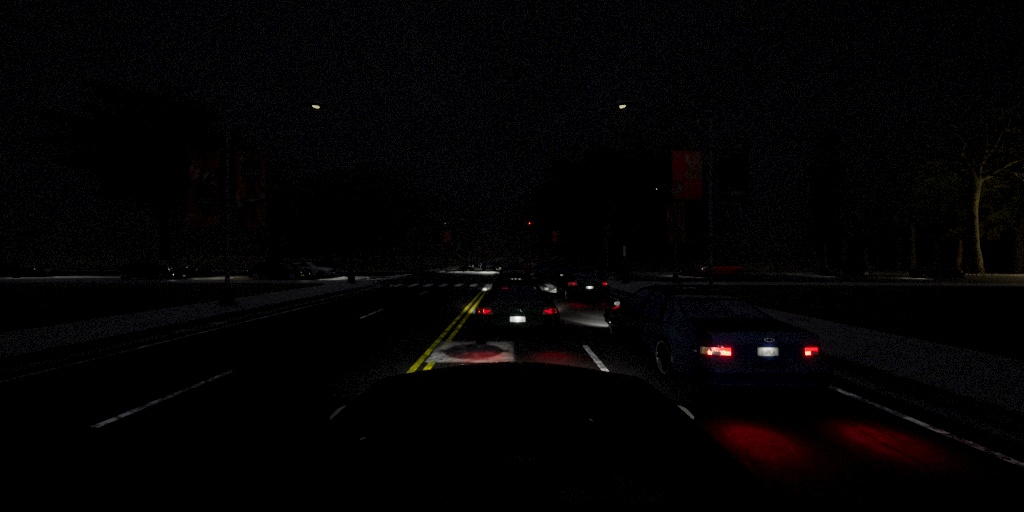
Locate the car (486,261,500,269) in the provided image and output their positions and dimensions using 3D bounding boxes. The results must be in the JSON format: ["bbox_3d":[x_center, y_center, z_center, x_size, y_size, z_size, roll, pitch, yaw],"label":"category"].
[{"bbox_3d":[-3.289,1.525,62.764,2.033,1.411,5.357,0,0,1],"label":"car"}]

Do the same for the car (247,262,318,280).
[{"bbox_3d":[-19.446,1.259,30.139,4.892,1.490,1.837,0,0,-1],"label":"car"}]

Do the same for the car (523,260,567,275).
[{"bbox_3d":[4.180,1.389,35.636,5.357,1.411,2.033,0,0,-21],"label":"car"}]

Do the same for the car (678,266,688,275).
[{"bbox_3d":[20.980,1.516,40.374,4.181,1.385,1.994,0,0,0],"label":"car"}]

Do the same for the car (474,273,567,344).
[{"bbox_3d":[0.107,1.321,9.659,1.994,1.385,4.181,0,0,0],"label":"car"}]

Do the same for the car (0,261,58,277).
[{"bbox_3d":[-45.241,1.171,33.171,4.902,1.511,2.128,0,0,0],"label":"car"}]

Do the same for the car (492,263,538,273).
[{"bbox_3d":[0.099,1.284,18.565,1.837,1.490,4.892,0,0,0],"label":"car"}]

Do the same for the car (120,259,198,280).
[{"bbox_3d":[-29.738,1.070,30.043,4.553,1.767,2.097,0,0,-1],"label":"car"}]

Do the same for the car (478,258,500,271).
[{"bbox_3d":[-3.313,1.406,52.753,2.128,1.511,4.902,0,0,0],"label":"car"}]

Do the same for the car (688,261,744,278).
[{"bbox_3d":[21.276,1.299,37.128,4.553,1.767,2.097,0,0,0],"label":"car"}]

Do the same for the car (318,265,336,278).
[{"bbox_3d":[-18.923,1.288,33.396,4.674,1.442,1.812,0,0,-1],"label":"car"}]

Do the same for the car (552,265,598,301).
[{"bbox_3d":[3.358,1.340,17.553,1.994,1.385,4.181,0,0,0],"label":"car"}]

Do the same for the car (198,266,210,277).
[{"bbox_3d":[-30.937,1.197,33.280,5.008,1.535,1.882,0,0,0],"label":"car"}]

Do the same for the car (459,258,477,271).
[{"bbox_3d":[-6.565,1.417,52.201,1.837,1.490,4.892,0,0,0],"label":"car"}]

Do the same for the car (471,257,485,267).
[{"bbox_3d":[-6.547,1.204,63.250,2.150,2.045,5.566,0,-1,0],"label":"car"}]

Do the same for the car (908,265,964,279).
[{"bbox_3d":[43.964,1.651,37.262,4.181,1.385,1.994,1,0,0],"label":"car"}]

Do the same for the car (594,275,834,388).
[{"bbox_3d":[3.352,1.302,7.207,2.033,1.411,5.357,0,0,0],"label":"car"}]

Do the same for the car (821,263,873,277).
[{"bbox_3d":[37.772,1.549,40.491,4.892,1.490,1.837,0,0,0],"label":"car"}]
